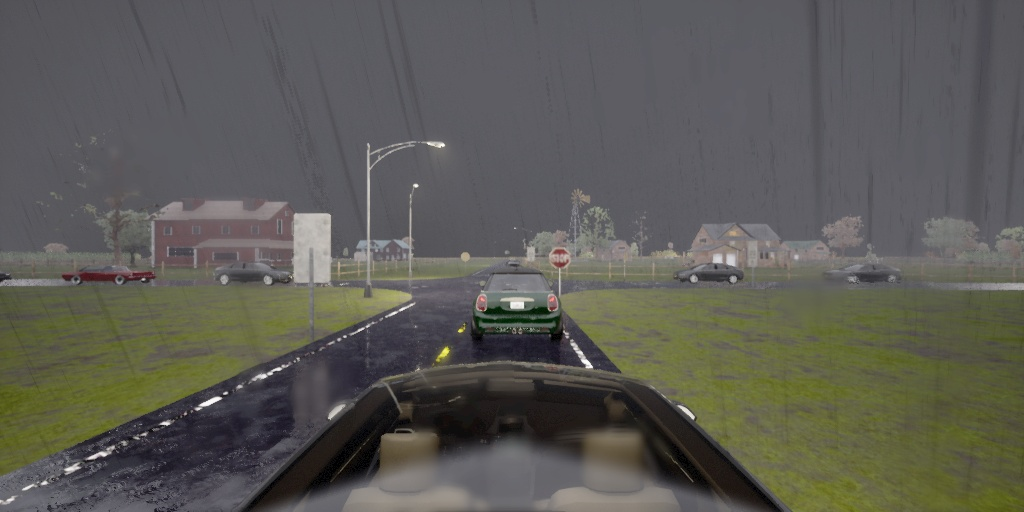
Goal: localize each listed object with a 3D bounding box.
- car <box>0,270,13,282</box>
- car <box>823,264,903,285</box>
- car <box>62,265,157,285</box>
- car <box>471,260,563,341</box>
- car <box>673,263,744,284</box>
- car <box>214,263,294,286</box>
[{"bbox_3d":[-37.988,1.186,24.578,5.357,1.411,2.033,0,0,0],"label":"car"},{"bbox_3d":[26.200,1.339,26.881,4.892,1.490,1.837,0,0,1],"label":"car"},{"bbox_3d":[-27.316,1.266,24.465,4.718,1.301,1.895,0,0,1],"label":"car"},{"bbox_3d":[0.121,1.099,10.000,2.097,1.767,4.553,0,0,0],"label":"car"},{"bbox_3d":[14.728,1.292,26.998,4.892,1.490,1.837,0,0,1],"label":"car"},{"bbox_3d":[-17.371,1.198,24.365,4.892,1.490,1.837,0,0,1],"label":"car"}]
